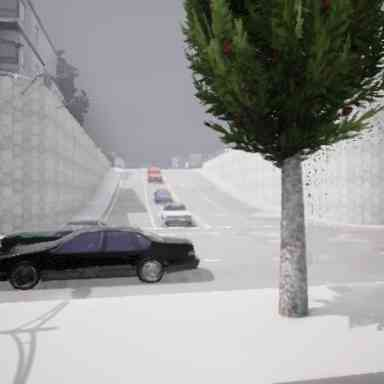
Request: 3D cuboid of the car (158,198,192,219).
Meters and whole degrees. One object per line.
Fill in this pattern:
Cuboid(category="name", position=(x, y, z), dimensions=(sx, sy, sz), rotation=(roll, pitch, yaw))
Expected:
Cuboid(category="car", position=(-1.159, 1.520, 24.046), dimensions=(1.895, 1.301, 4.718), rotation=(0, 4, -9))

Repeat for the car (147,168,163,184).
Cuboid(category="car", position=(-5.841, -2.596, 52.196), dimensions=(2.150, 2.045, 5.566), rotation=(0, 11, -10))

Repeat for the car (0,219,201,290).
Cuboid(category="car", position=(-2.493, 1.642, 9.027), dimensions=(5.357, 1.411, 2.033), rotation=(0, 0, -10))

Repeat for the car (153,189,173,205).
Cuboid(category="car", position=(-3.122, 0.444, 35.887), dimensions=(1.812, 1.442, 4.674), rotation=(0, 6, -9))
